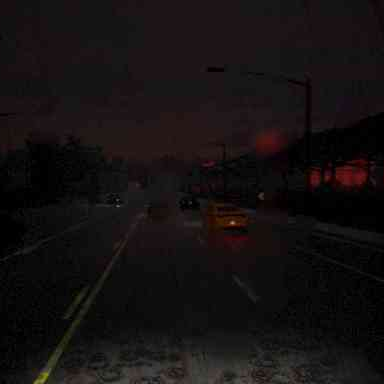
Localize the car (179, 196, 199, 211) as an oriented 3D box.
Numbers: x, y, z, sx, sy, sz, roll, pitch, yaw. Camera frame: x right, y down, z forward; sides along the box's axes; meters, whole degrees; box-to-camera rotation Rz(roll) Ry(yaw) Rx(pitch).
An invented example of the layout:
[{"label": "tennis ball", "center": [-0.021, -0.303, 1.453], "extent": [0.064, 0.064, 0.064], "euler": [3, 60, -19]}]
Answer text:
[{"label": "car", "center": [-0.386, 1.233, 39.256], "extent": [2.097, 1.767, 4.553], "euler": [-1, 0, -6]}]

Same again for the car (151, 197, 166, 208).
[{"label": "car", "center": [-4.642, 1.435, 46.023], "extent": [1.994, 1.385, 4.181], "euler": [-1, 0, -6]}]

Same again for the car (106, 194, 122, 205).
[{"label": "car", "center": [-12.796, 1.192, 54.803], "extent": [2.097, 1.767, 4.553], "euler": [-1, 1, -6]}]

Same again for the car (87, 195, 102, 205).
[{"label": "car", "center": [-16.452, 1.360, 56.120], "extent": [1.837, 1.490, 4.892], "euler": [-1, 1, -6]}]

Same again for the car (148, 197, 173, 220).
[{"label": "car", "center": [-2.648, 1.419, 27.725], "extent": [1.882, 1.535, 5.008], "euler": [-1, 0, -6]}]

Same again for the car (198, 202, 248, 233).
[{"label": "car", "center": [1.788, 1.404, 19.277], "extent": [1.882, 1.535, 5.008], "euler": [-1, 0, -6]}]

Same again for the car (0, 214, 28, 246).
[{"label": "car", "center": [-8.293, 1.580, 13.088], "extent": [2.033, 1.411, 5.357], "euler": [-1, 0, -6]}]
